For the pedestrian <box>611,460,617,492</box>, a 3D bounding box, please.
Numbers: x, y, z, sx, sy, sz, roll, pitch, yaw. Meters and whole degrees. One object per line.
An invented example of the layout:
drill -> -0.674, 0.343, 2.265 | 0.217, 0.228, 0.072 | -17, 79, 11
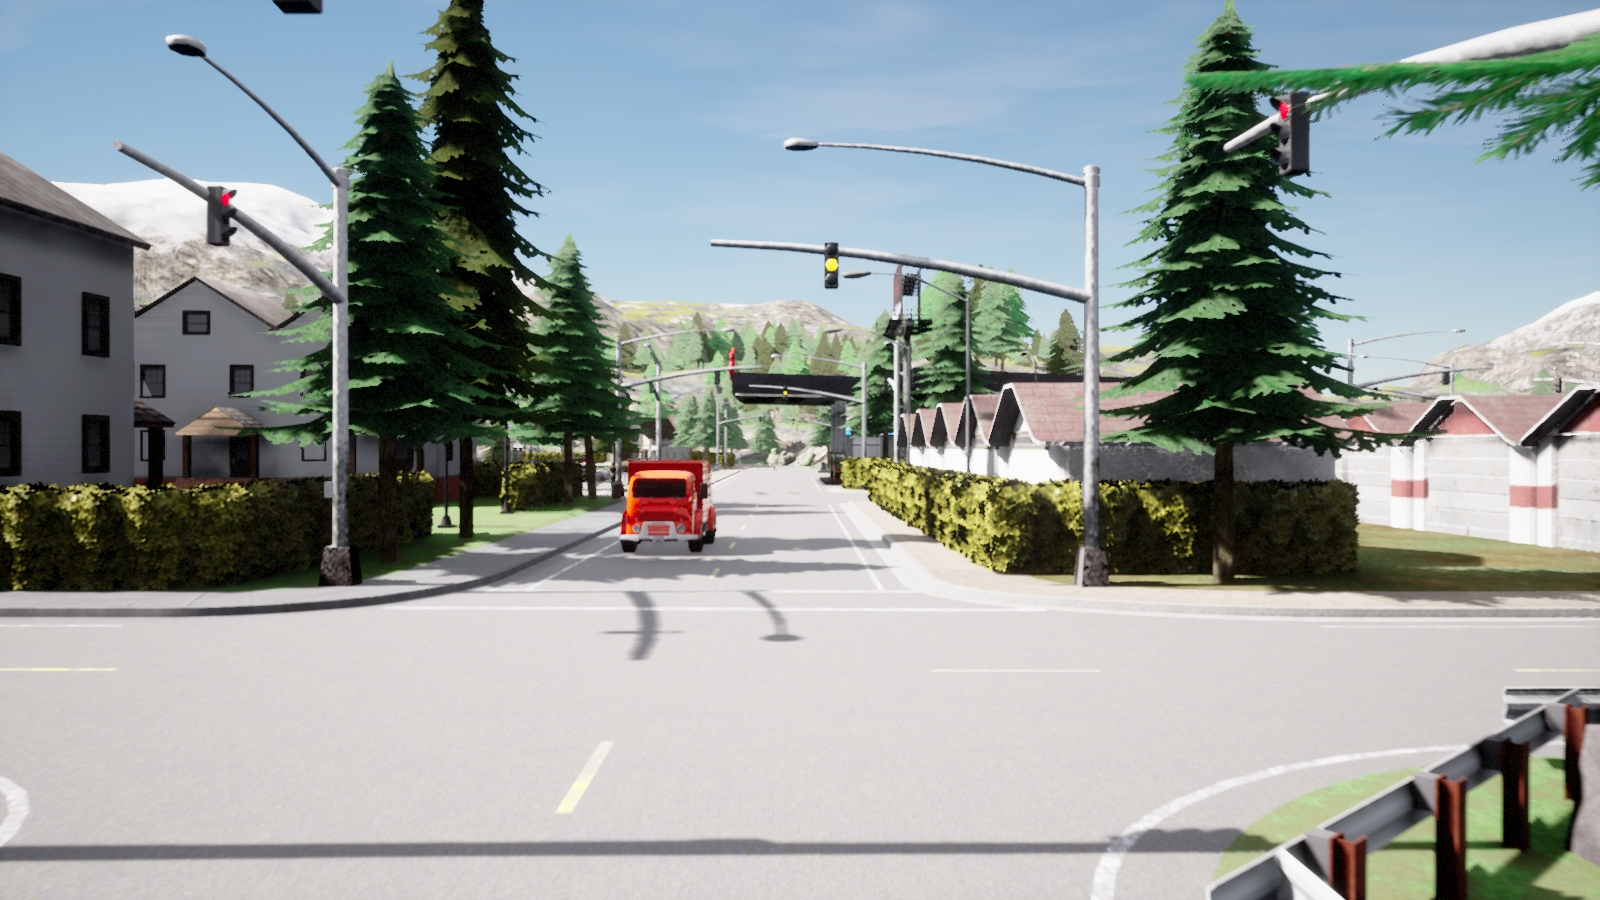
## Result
pedestrian -> -10.981, 1.539, 67.384 | 0.375, 1.860, 0.375 | 0, 0, -10

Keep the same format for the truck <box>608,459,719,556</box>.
truck -> -3.719, 1.508, 32.212 | 2.627, 2.467, 5.204 | 0, 0, -1
